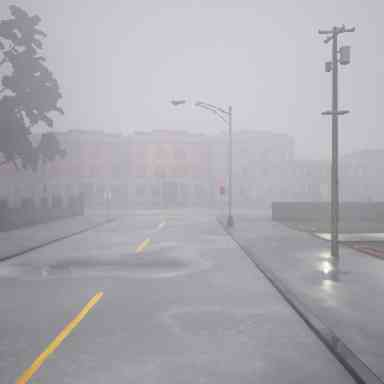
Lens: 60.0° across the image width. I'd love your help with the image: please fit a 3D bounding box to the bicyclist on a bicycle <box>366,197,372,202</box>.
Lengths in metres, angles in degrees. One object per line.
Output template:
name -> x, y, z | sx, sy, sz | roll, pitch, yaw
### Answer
bicyclist on a bicycle -> 17.314, 1.338, 32.519 | 0.582, 1.620, 1.656 | 0, 0, 0
